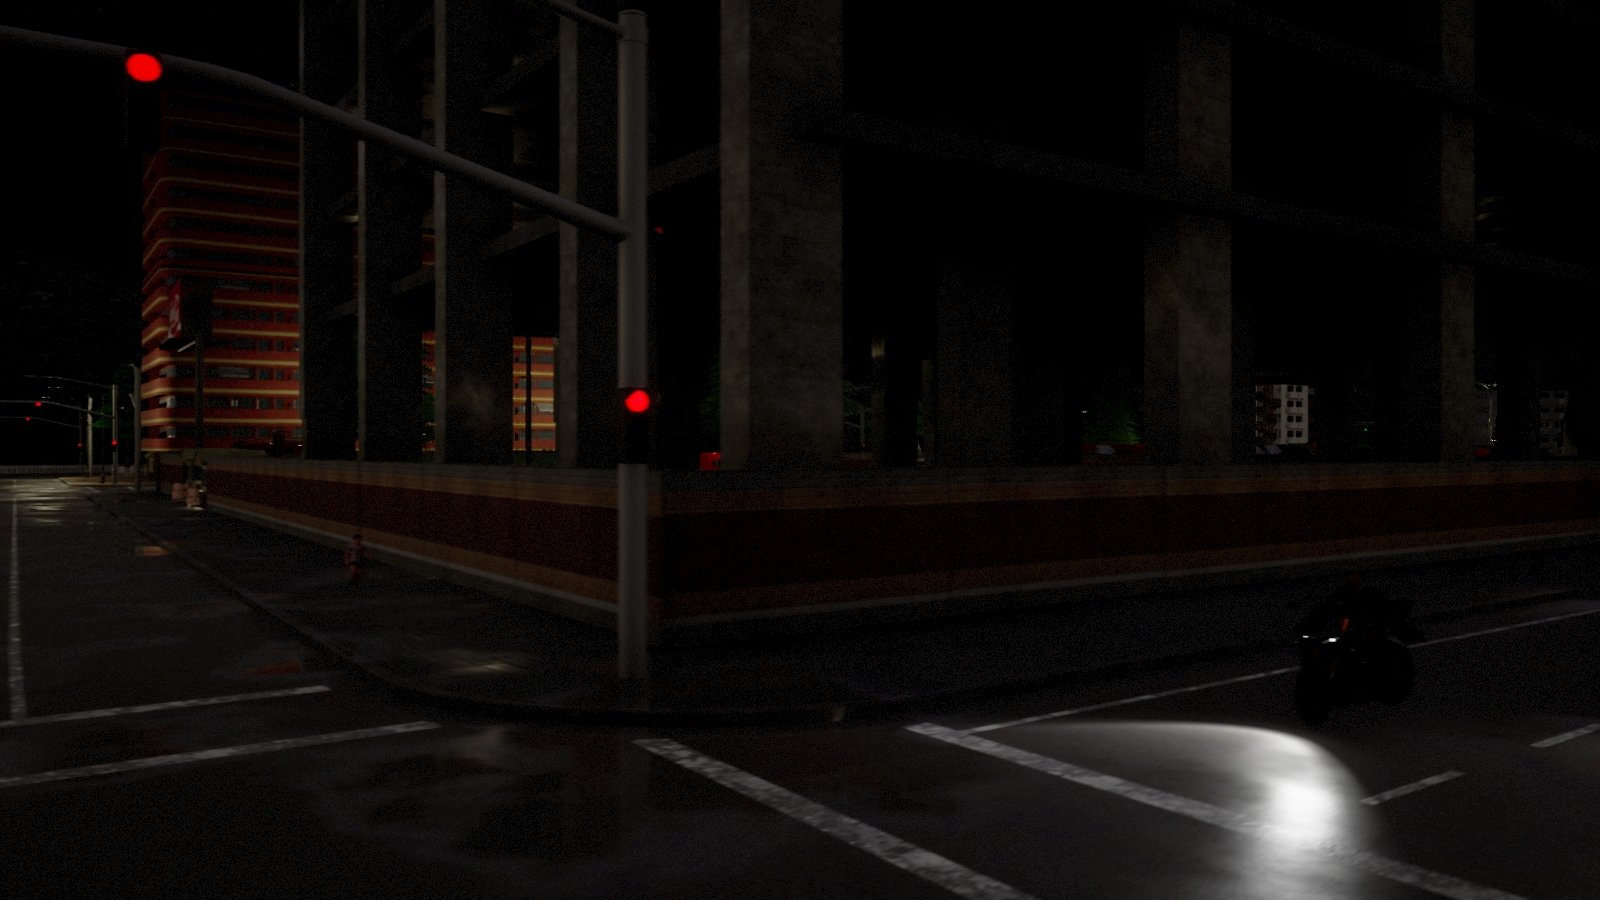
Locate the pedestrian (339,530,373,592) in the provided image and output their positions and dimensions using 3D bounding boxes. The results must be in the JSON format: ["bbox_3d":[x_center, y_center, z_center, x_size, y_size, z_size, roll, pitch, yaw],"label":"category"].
[{"bbox_3d":[-8.352,2.077,21.468,0.500,1.100,0.500,0,0,-34],"label":"pedestrian"}]
